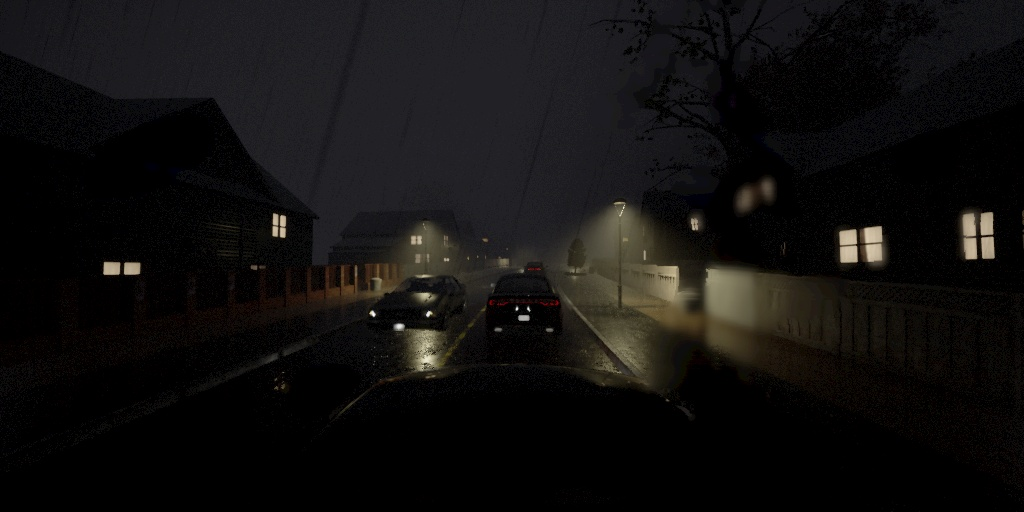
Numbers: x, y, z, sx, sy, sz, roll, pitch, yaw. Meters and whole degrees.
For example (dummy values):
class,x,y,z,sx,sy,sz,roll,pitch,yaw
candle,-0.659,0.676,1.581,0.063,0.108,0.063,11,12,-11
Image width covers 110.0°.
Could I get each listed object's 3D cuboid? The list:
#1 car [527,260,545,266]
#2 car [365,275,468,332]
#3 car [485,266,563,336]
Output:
class,x,y,z,sx,sy,sz,roll,pitch,yaw
car,2.101,1.248,31.436,1.837,1.490,4.892,0,0,7
car,-2.603,1.306,11.240,2.033,1.411,5.357,0,0,2
car,0.345,1.231,10.477,1.882,1.535,5.008,0,0,2
